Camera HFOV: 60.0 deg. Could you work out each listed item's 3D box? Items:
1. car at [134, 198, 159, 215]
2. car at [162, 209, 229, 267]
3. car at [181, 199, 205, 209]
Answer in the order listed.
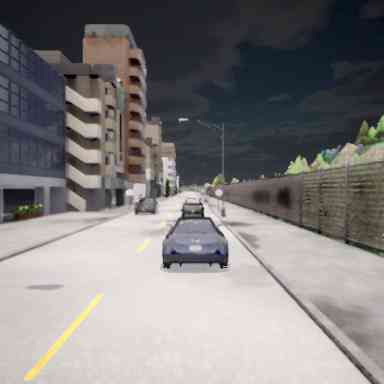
[{"bbox_3d":[-4.111,1.305,30.708,1.837,1.490,4.892,0,0,0],"label":"car"},{"bbox_3d":[0.094,1.491,11.103,1.994,1.385,4.181,0,0,0],"label":"car"},{"bbox_3d":[0.083,1.305,28.616,2.128,1.511,4.902,0,0,0],"label":"car"}]
